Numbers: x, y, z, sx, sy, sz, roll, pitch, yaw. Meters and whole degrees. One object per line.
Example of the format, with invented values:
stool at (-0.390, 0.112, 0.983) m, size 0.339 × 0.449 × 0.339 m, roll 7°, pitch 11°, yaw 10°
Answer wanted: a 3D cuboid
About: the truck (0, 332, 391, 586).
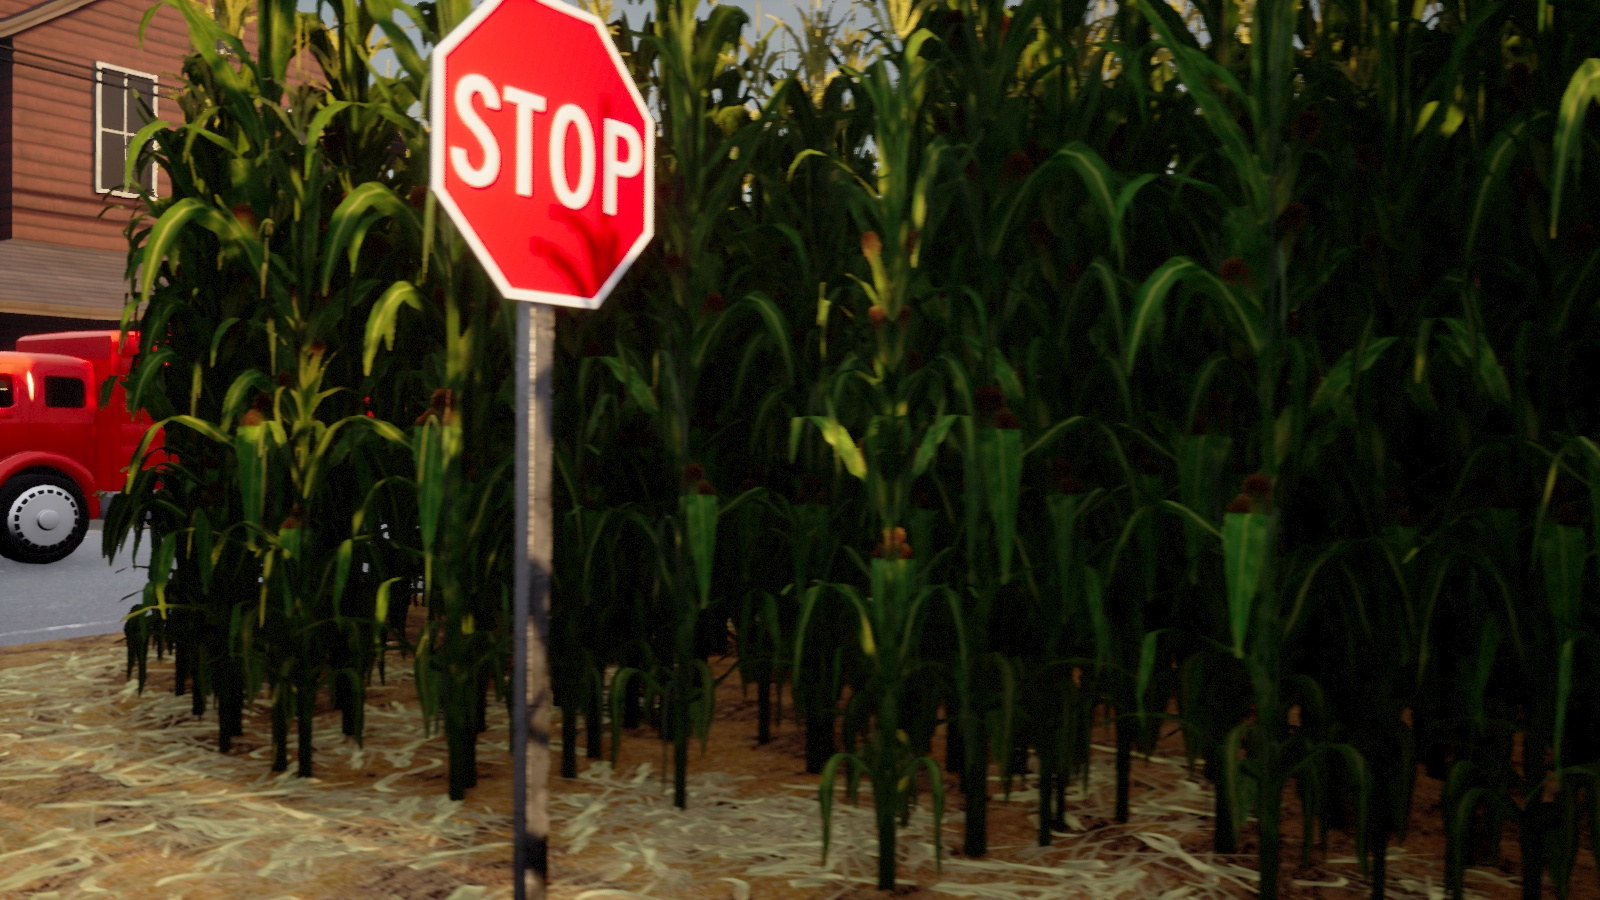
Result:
truck at (-7.764, 0.048, 14.603) m, size 2.627 × 2.467 × 5.204 m, roll 0°, pitch 1°, yaw 33°
